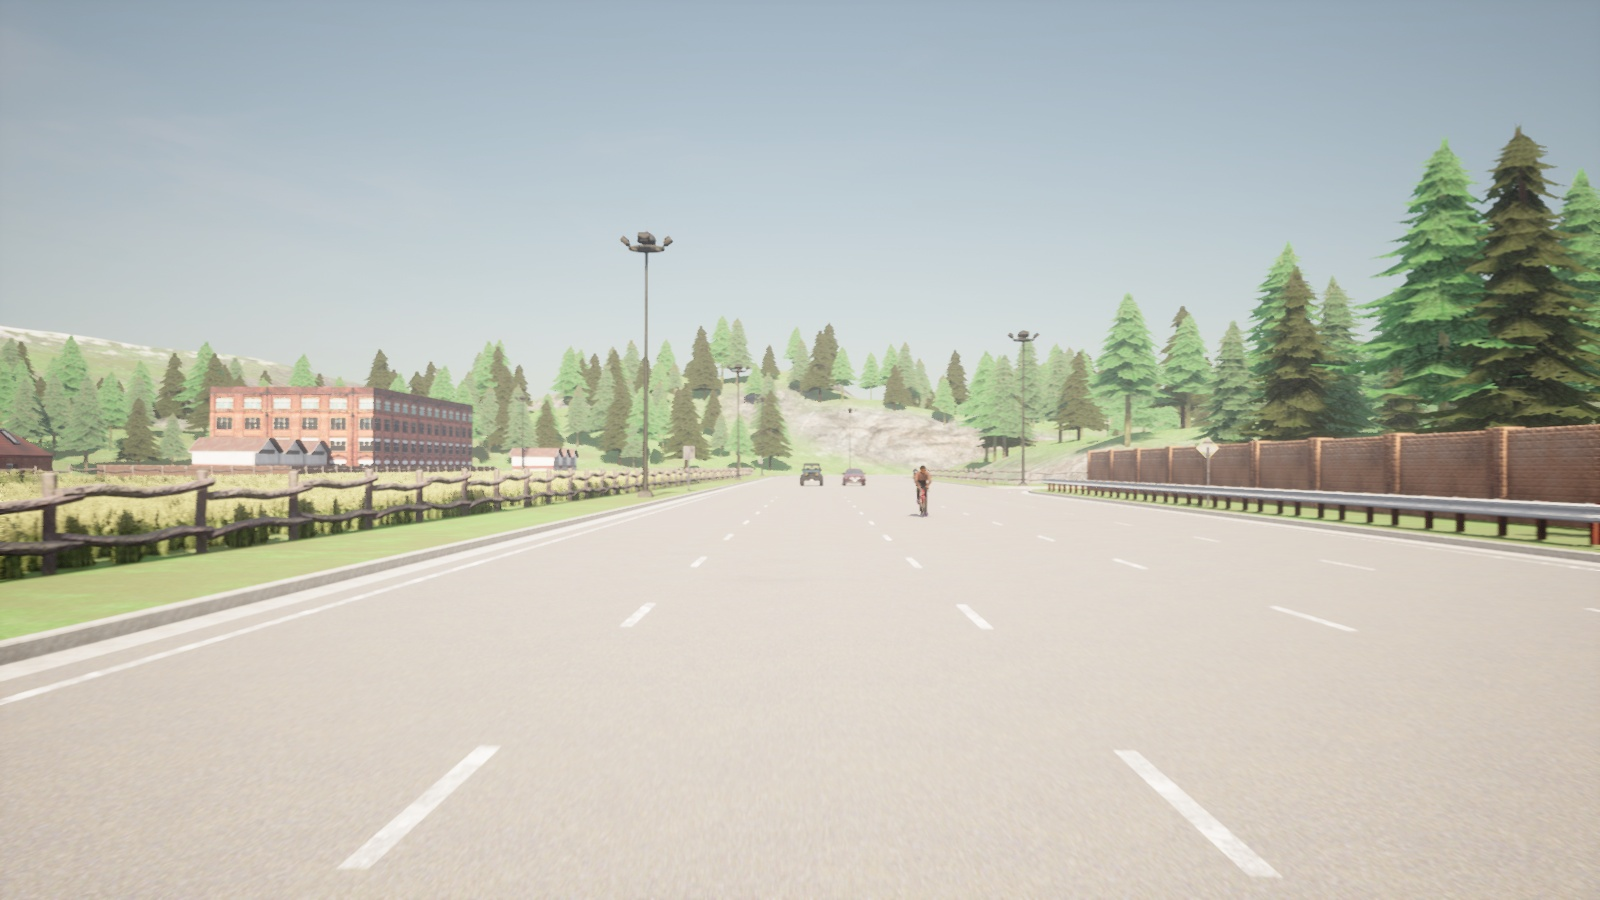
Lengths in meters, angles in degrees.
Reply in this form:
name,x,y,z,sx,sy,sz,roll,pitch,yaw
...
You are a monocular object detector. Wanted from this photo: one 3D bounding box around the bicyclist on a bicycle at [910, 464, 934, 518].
name,x,y,z,sx,sy,sz,roll,pitch,yaw
bicyclist on a bicycle,3.782,1.262,38.938,0.582,1.620,1.656,0,0,1
